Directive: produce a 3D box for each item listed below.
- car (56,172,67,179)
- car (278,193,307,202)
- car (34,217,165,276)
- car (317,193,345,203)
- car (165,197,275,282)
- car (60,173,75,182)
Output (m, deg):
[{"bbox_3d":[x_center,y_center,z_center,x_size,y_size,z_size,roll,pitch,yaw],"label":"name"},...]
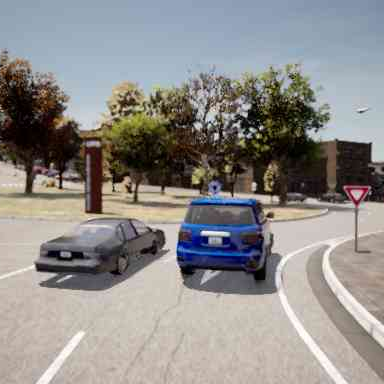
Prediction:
[{"bbox_3d":[-33.086,-3.844,89.134,2.002,1.452,4.674,7,6,28],"label":"car"},{"bbox_3d":[16.029,0.809,53.238,2.033,1.411,5.357,-1,2,-23],"label":"car"},{"bbox_3d":[-2.385,1.490,10.216,2.033,1.411,5.357,0,0,13],"label":"car"},{"bbox_3d":[20.626,0.857,49.549,2.128,1.511,4.902,0,2,-15],"label":"car"},{"bbox_3d":[1.218,1.174,10.009,2.150,2.045,5.566,1,0,15],"label":"car"},{"bbox_3d":[-31.089,-3.530,86.860,2.231,1.521,4.892,7,6,28],"label":"car"}]
